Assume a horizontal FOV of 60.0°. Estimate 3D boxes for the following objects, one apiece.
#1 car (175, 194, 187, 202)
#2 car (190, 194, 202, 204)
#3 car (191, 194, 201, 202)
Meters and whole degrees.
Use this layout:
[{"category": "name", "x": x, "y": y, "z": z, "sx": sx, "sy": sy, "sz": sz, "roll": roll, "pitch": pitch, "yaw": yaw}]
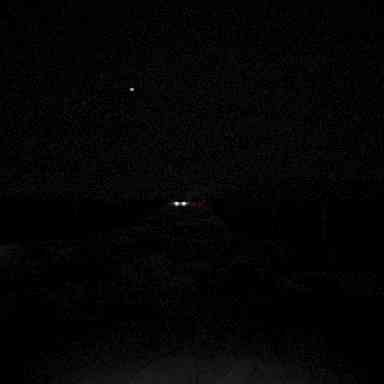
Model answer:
[{"category": "car", "x": -1.982, "y": 1.127, "z": 59.411, "sx": 1.994, "sy": 1.385, "sz": 4.181, "roll": 0, "pitch": 0, "yaw": 1}, {"category": "car", "x": 0.704, "y": 1.096, "z": 54.345, "sx": 2.128, "sy": 1.511, "sz": 4.902, "roll": 0, "pitch": 0, "yaw": 1}, {"category": "car", "x": 0.833, "y": 1.063, "z": 64.383, "sx": 1.812, "sy": 1.442, "sz": 4.674, "roll": 0, "pitch": 0, "yaw": 1}]
